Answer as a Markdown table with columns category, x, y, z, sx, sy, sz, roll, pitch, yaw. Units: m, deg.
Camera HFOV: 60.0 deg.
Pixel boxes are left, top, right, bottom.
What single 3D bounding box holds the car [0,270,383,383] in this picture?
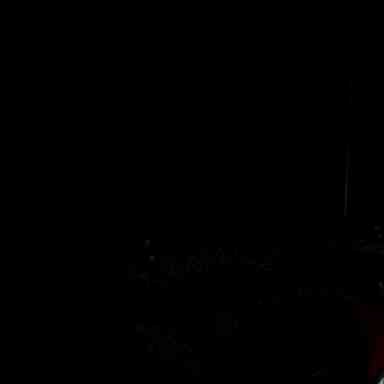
| category | x | y | z | sx | sy | sz | roll | pitch | yaw |
| --- | --- | --- | --- | --- | --- | --- | --- | --- | --- |
| car | 0.343 | 1.489 | 3.072 | 4.206 | 1.307 | 1.802 | 1 | 2 | -31 |
